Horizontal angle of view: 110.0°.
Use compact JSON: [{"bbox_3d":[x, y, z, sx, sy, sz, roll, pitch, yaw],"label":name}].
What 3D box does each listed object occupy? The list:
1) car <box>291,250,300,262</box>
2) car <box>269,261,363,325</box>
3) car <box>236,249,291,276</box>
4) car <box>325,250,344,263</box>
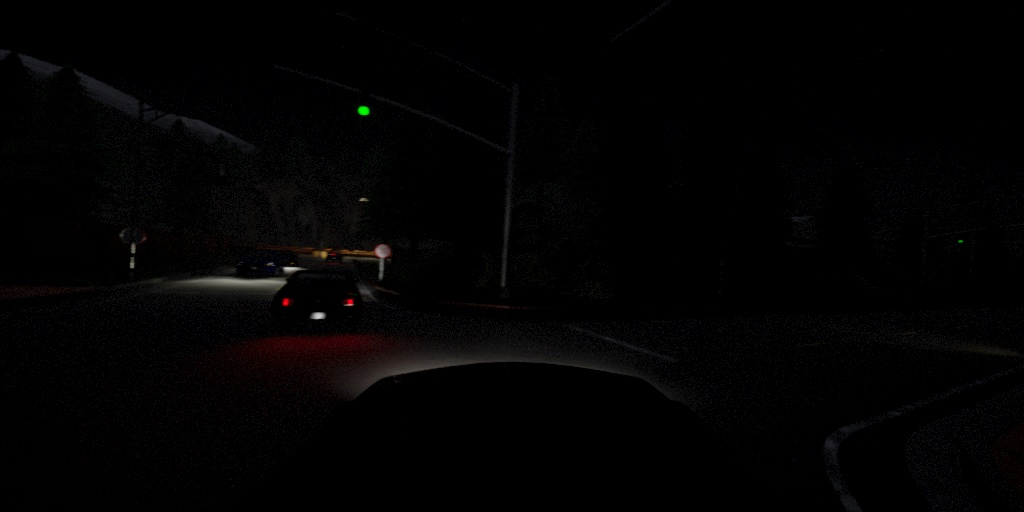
[{"bbox_3d":[-19.387,0.156,30.673,1.994,1.385,4.181,4,0,-26],"label":"car"},{"bbox_3d":[-5.405,1.032,10.257,1.895,1.301,4.718,4,0,-26],"label":"car"},{"bbox_3d":[-15.031,0.325,21.696,1.882,1.535,5.008,4,0,-26],"label":"car"},{"bbox_3d":[-21.311,-0.013,43.048,2.128,1.511,4.902,4,0,-26],"label":"car"}]
